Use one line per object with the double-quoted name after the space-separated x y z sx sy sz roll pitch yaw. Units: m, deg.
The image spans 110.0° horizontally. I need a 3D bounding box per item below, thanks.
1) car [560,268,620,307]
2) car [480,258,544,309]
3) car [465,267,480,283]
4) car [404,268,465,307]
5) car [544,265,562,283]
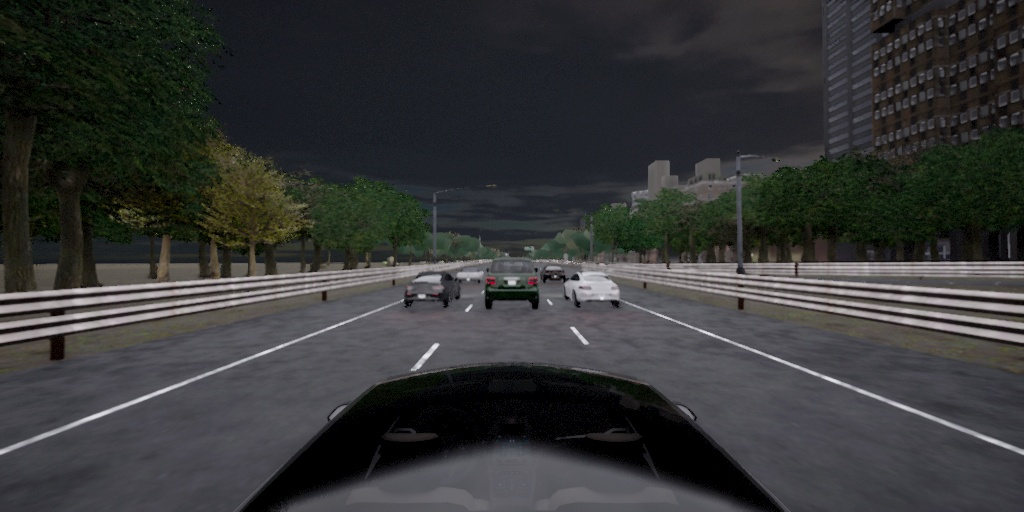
3.505 1.413 16.232 1.812 1.442 4.674 0 0 0 "car"
-0.001 1.100 15.855 2.150 2.045 5.566 0 0 0 "car"
-3.501 1.622 30.960 1.895 1.301 4.718 0 0 0 "car"
-3.495 1.413 16.233 1.812 1.442 4.674 0 0 0 "car"
3.504 1.502 31.319 1.882 1.535 5.008 0 0 0 "car"
